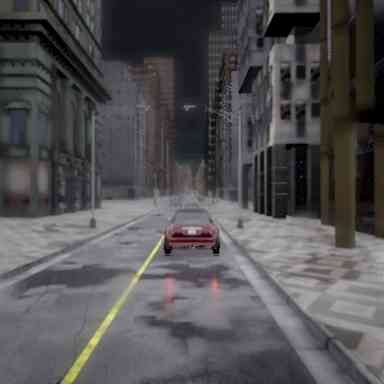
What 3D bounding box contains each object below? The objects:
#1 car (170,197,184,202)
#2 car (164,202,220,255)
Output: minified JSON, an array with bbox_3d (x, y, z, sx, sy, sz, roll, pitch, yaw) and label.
[{"bbox_3d":[-3.016,2.064,62.501,1.994,1.385,4.181,0,0,0],"label":"car"},{"bbox_3d":[0.000,1.477,14.080,2.097,1.767,4.553,0,-1,0],"label":"car"}]
